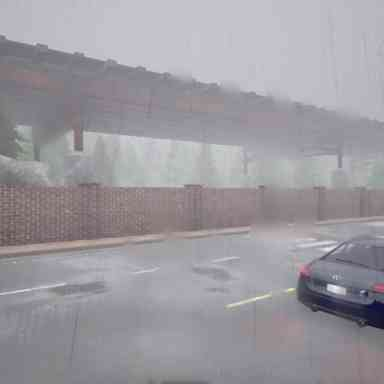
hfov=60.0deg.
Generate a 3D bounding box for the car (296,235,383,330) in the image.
[{"bbox_3d":[3.995,1.564,6.612,4.181,1.385,1.994,0,0,-36],"label":"car"}]
